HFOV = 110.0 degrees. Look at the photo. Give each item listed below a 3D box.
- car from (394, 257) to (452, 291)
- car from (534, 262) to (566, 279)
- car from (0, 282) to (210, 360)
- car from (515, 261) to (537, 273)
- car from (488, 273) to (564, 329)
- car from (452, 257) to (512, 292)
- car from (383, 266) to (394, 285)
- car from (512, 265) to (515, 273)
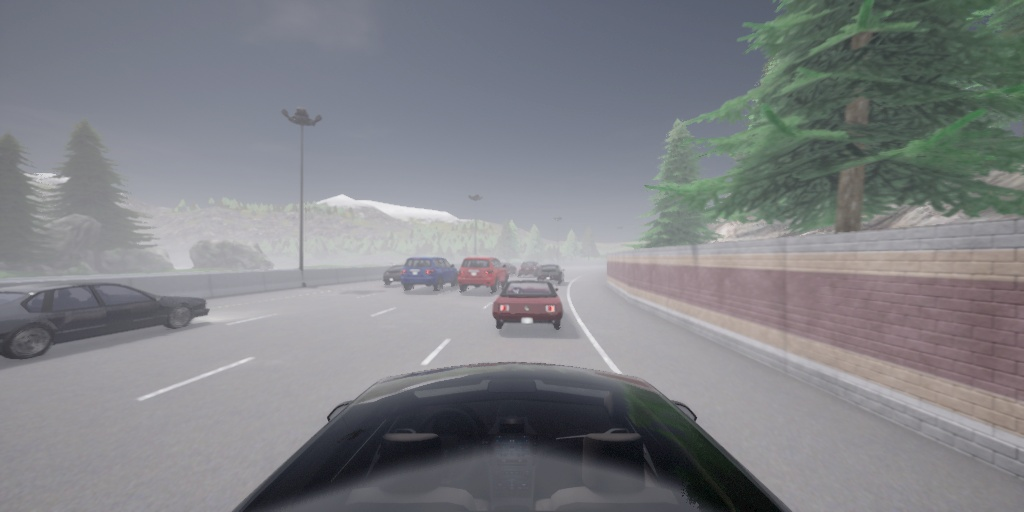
[{"bbox_3d":[-5.090,1.089,22.952,2.150,2.045,5.566,0,0,9],"label":"car"},{"bbox_3d":[3.218,1.431,29.186,1.837,1.490,4.892,0,0,12],"label":"car"},{"bbox_3d":[-10.169,1.314,8.351,2.033,1.411,5.357,0,0,3],"label":"car"},{"bbox_3d":[2.170,1.336,39.096,2.097,1.767,4.553,0,0,16],"label":"car"},{"bbox_3d":[0.571,1.413,11.591,1.895,1.301,4.718,0,0,4],"label":"car"},{"bbox_3d":[-1.678,1.093,22.254,2.150,2.045,5.566,0,0,9],"label":"car"},{"bbox_3d":[-7.897,1.392,27.145,1.837,1.490,4.892,0,0,10],"label":"car"},{"bbox_3d":[-0.826,1.468,41.327,1.882,1.535,5.008,0,0,17],"label":"car"}]
